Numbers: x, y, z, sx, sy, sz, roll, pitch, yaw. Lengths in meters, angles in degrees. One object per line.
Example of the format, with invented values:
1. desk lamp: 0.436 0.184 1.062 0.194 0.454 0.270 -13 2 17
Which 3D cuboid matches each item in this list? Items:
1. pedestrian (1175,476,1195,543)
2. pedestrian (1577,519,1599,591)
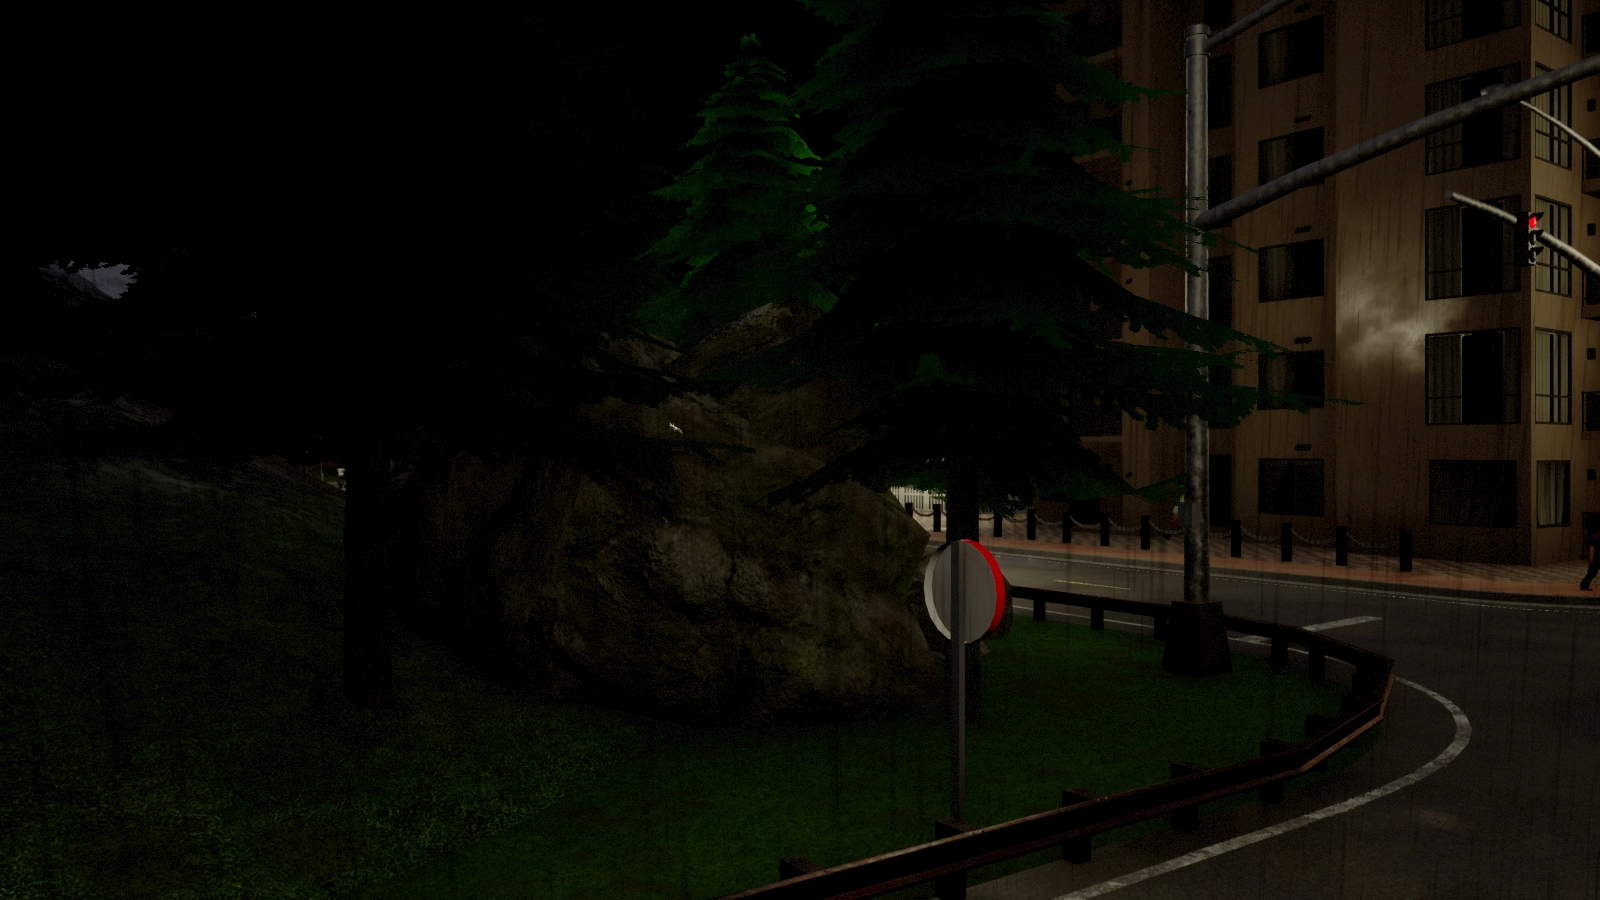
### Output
1. pedestrian: 10.894 1.677 32.324 0.375 1.860 0.375 0 0 -36
2. pedestrian: 14.780 1.956 21.351 0.375 1.300 0.375 0 0 22
